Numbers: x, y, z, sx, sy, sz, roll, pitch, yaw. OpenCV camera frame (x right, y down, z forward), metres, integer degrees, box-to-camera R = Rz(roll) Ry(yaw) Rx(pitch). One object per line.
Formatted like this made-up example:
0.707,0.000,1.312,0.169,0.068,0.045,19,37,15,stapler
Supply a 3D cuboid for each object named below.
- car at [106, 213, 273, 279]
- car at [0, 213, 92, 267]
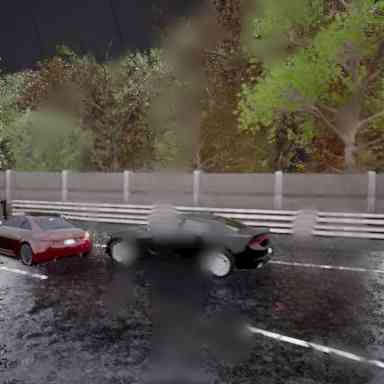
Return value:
-0.211,1.351,9.697,5.008,1.535,1.882,0,0,26,car
-5.132,1.358,10.697,4.181,1.385,1.994,2,1,36,car
